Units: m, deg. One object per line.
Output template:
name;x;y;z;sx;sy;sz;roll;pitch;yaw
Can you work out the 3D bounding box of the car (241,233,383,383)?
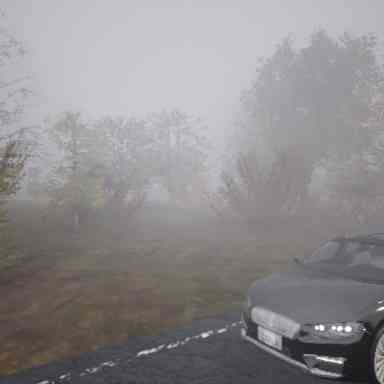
car;2.955;1.486;5.378;4.902;1.511;2.128;0;0;-34
